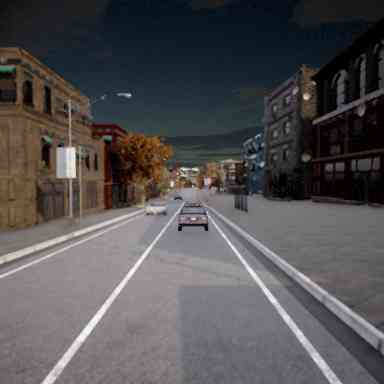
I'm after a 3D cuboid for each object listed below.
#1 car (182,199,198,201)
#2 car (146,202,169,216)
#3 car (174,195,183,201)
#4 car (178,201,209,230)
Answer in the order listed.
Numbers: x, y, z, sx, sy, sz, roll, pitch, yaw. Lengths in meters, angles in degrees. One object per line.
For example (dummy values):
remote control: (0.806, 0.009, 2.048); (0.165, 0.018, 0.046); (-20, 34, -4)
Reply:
car: (0.048, 1.626, 42.831); (1.895, 1.301, 4.718); (0, 0, 0)
car: (-3.351, 1.628, 32.594); (1.895, 1.301, 4.718); (0, 0, 0)
car: (-3.012, 1.298, 73.039); (1.895, 1.301, 4.718); (0, 1, 0)
car: (0.073, 1.552, 21.028); (2.033, 1.411, 5.357); (0, 0, 0)
